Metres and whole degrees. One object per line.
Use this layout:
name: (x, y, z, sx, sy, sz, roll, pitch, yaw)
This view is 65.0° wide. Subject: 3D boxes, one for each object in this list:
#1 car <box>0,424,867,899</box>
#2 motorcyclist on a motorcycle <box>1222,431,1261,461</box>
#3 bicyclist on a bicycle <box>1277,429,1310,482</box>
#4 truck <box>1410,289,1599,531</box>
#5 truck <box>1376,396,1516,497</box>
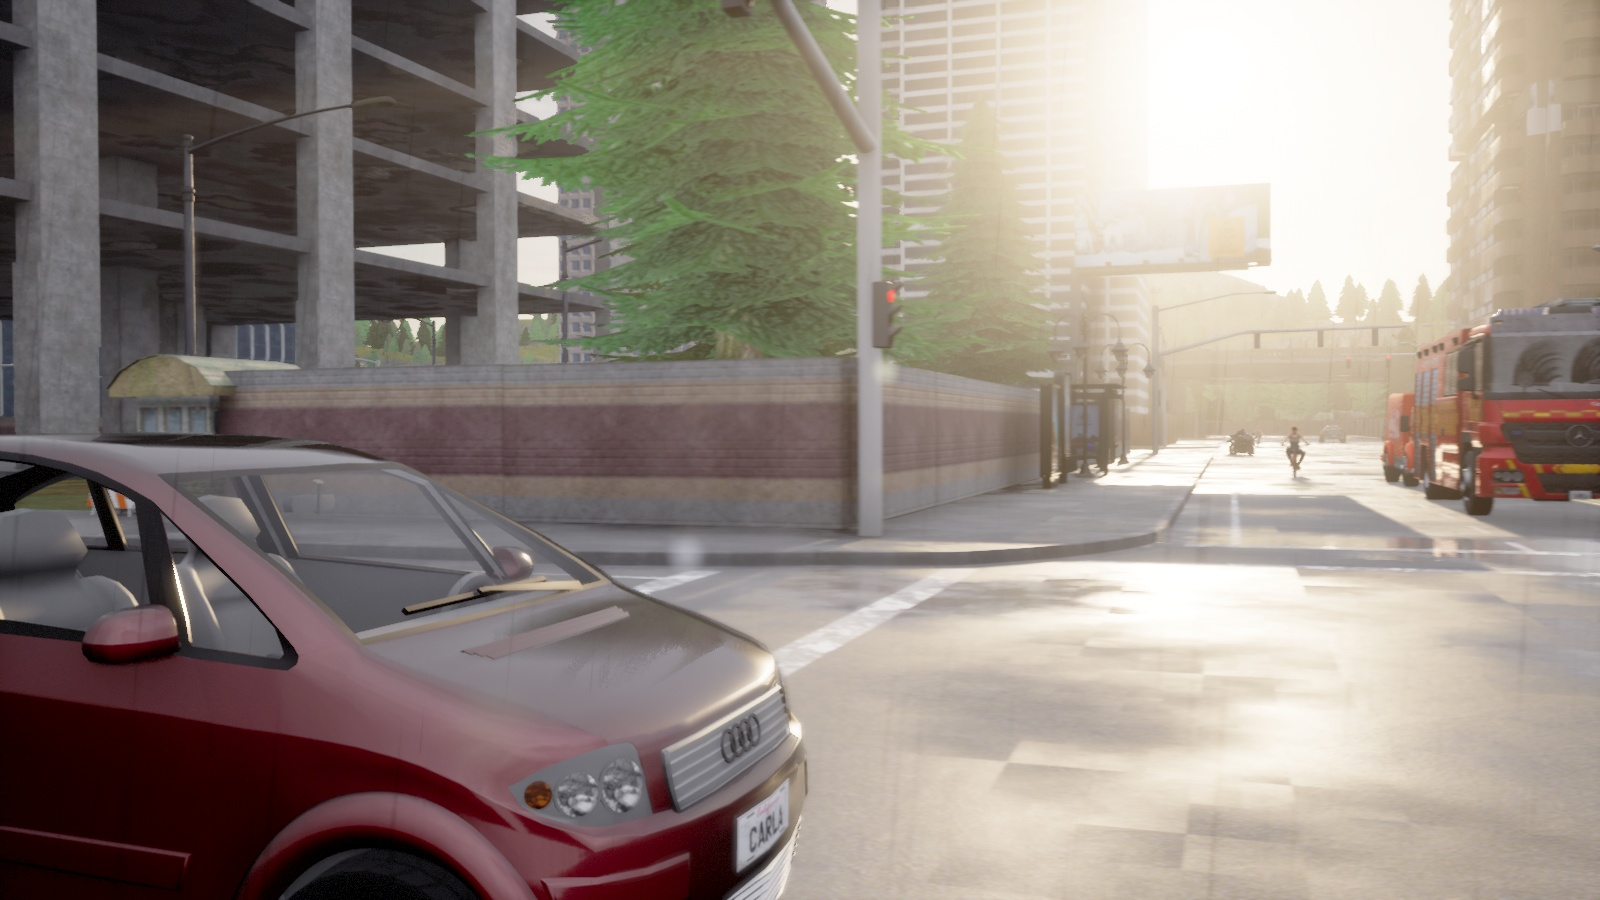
car: (-1.839, 0.721, 3.809, 3.705, 1.549, 1.789, 1, 1, 19)
motorcyclist on a motorcycle: (23.923, -0.232, 68.042, 0.866, 1.530, 2.191, -1, 1, -16)
bicyclist on a bicycle: (15.174, 0.155, 38.623, 0.866, 1.612, 1.509, 1, 1, 19)
truck: (13.827, -0.696, 23.962, 2.891, 3.827, 8.468, 1, 1, 19)
truck: (17.222, -0.202, 33.816, 2.627, 2.467, 5.204, 1, 3, 19)
